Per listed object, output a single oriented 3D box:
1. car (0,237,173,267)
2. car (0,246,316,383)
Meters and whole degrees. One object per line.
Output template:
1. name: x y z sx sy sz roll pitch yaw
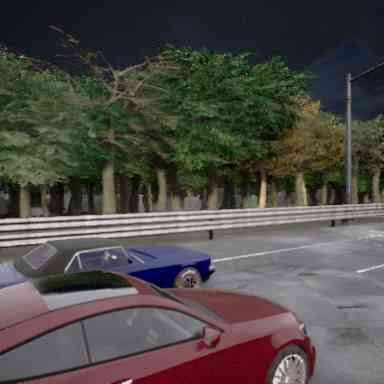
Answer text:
1. car: -1.826 1.589 6.741 4.718 1.301 1.895 -1 0 -35
2. car: -0.800 1.526 3.175 4.674 1.442 1.812 0 0 -36
